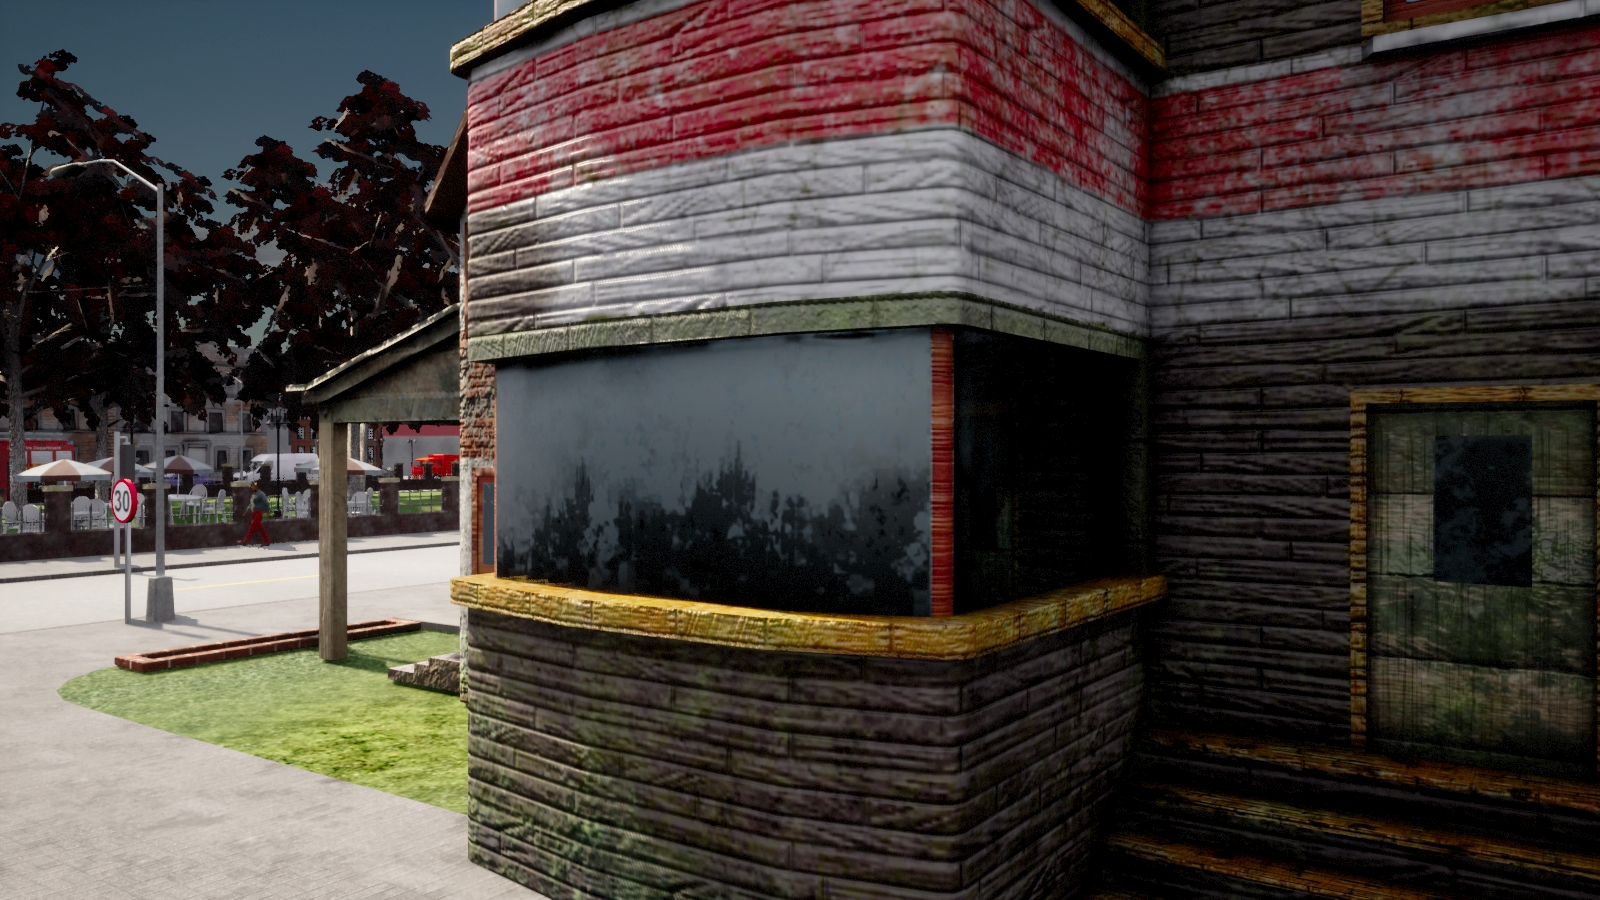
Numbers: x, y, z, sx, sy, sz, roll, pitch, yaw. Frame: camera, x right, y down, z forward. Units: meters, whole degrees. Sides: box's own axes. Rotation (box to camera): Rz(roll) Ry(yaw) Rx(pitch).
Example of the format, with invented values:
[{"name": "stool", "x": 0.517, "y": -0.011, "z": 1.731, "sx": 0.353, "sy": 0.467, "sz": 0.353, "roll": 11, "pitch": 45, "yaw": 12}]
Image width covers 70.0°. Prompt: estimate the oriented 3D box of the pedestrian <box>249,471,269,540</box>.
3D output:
[{"name": "pedestrian", "x": -14.850, "y": 1.517, "z": 31.351, "sx": 0.375, "sy": 1.860, "sz": 0.375, "roll": 0, "pitch": 0, "yaw": 36}]
